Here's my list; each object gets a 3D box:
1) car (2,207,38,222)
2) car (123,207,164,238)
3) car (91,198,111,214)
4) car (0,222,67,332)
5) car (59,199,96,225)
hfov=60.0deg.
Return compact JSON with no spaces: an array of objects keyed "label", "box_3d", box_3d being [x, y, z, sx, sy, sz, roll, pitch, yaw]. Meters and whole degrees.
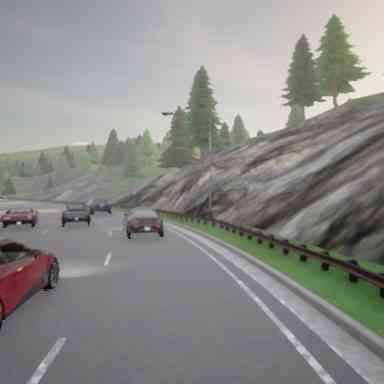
[{"label":"car","box_3d":[-11.733,1.673,23.022,1.895,1.301,4.718,0,0,-22]},{"label":"car","box_3d":[-2.663,1.539,17.837,1.812,1.442,4.674,0,0,-14]},{"label":"car","box_3d":[-10.135,1.411,35.269,2.097,1.767,4.553,0,0,-30]},{"label":"car","box_3d":[-3.952,1.550,6.106,1.812,1.442,4.674,0,0,-5]},{"label":"car","box_3d":[-8.324,1.541,23.741,2.128,1.511,4.902,0,0,-21]}]
